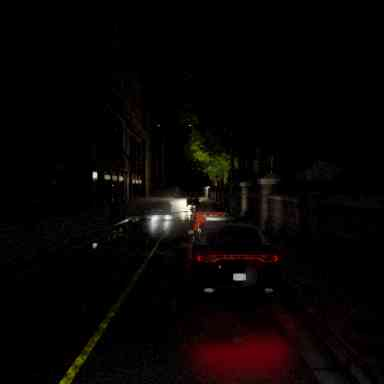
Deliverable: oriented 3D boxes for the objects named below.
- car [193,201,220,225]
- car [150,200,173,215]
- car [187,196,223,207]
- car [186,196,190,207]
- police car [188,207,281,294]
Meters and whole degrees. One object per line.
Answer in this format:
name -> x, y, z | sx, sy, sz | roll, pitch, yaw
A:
car -> 0.958, 1.464, 24.837 | 1.837, 1.490, 4.892 | 0, 0, 0
car -> -2.923, 1.499, 32.568 | 1.994, 1.385, 4.181 | 0, 0, 0
car -> 0.943, 1.326, 18.807 | 2.097, 1.767, 4.553 | 0, 0, 0
car -> 0.136, 1.346, 47.803 | 2.128, 1.511, 4.902 | 0, 0, 1
police car -> 0.920, 1.418, 8.947 | 1.930, 1.638, 5.238 | 0, 0, 0
